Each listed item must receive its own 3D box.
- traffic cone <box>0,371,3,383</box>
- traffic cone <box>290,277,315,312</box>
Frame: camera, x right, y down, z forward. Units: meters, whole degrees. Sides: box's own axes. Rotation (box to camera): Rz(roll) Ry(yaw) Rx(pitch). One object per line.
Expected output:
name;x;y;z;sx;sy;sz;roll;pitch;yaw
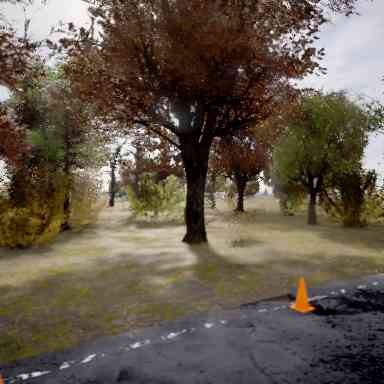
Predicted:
traffic cone;-2.175;1.951;3.611;0.340;0.580;0.340;0;0;-35
traffic cone;2.132;1.948;6.420;0.340;0.580;0.340;0;0;-31
